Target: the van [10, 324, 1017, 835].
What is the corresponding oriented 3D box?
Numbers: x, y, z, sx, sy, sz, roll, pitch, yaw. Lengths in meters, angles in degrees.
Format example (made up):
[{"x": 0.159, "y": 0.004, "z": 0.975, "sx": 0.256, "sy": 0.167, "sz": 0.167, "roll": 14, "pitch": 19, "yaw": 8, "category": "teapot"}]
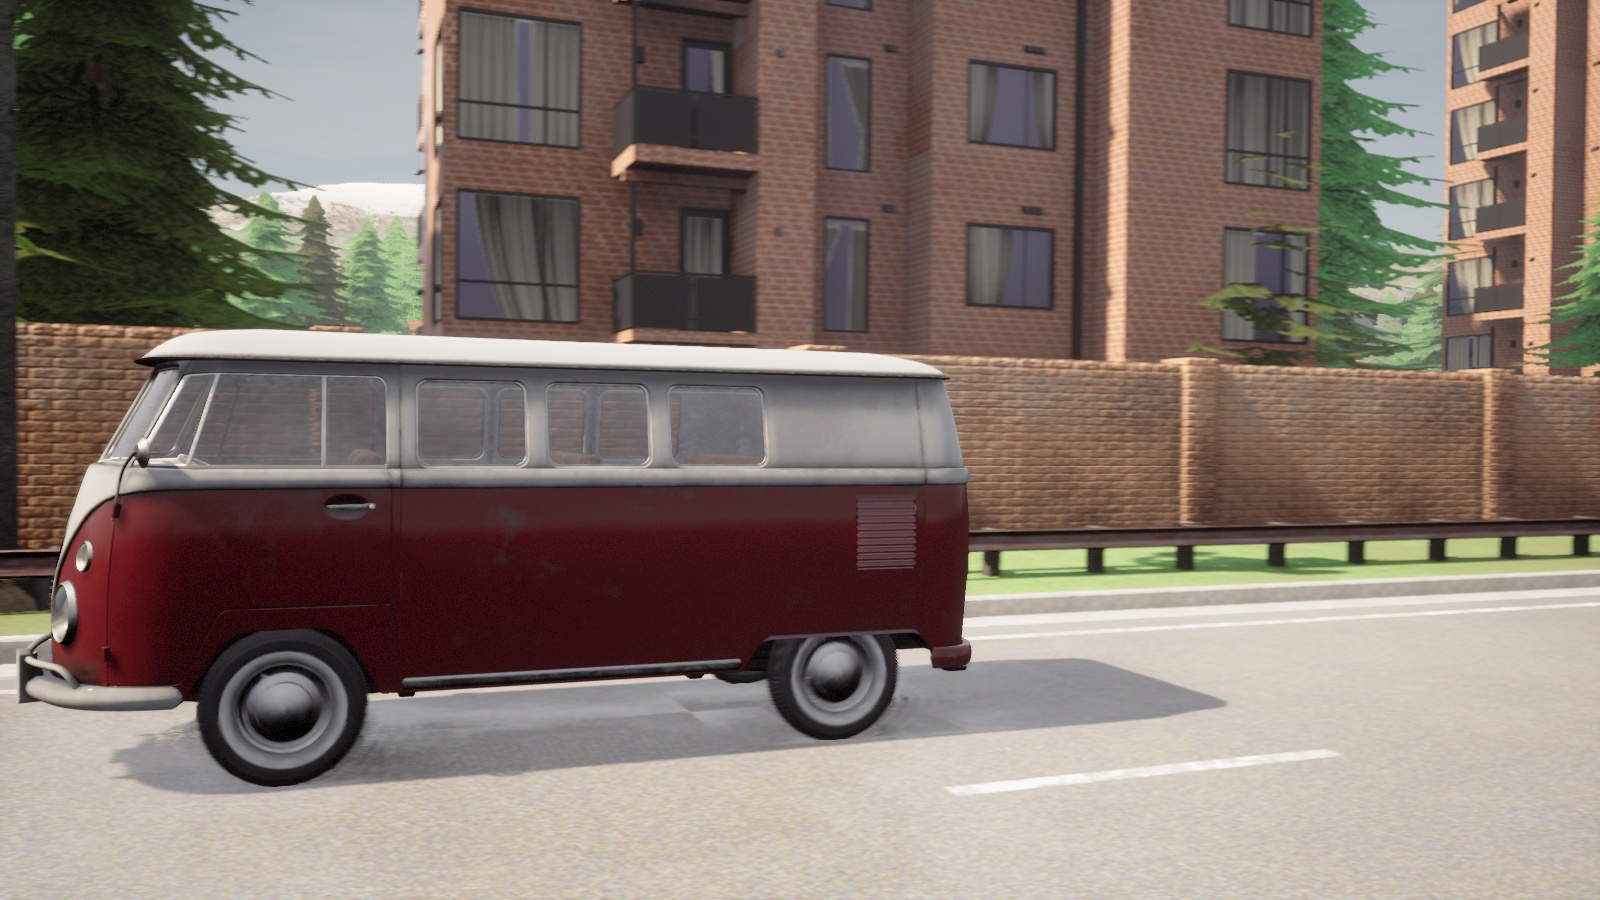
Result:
[{"x": -1.285, "y": 0.459, "z": 6.492, "sx": 4.442, "sy": 1.987, "sz": 1.775, "roll": -1, "pitch": 1, "yaw": -21, "category": "van"}]
